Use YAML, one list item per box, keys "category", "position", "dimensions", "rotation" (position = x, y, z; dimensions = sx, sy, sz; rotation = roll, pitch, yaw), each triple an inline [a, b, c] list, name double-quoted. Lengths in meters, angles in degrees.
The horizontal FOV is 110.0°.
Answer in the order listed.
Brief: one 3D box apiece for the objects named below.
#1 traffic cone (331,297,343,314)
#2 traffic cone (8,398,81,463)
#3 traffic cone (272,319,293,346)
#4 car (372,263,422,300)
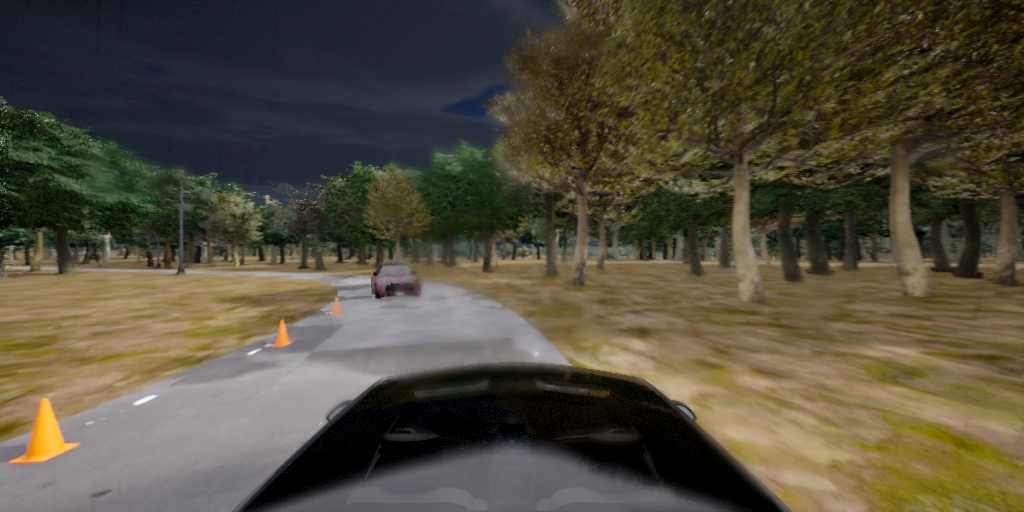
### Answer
- category: "traffic cone"
  position: [-6.404, 1.802, 13.126]
  dimensions: [0.340, 0.580, 0.340]
  rotation: [0, 0, -15]
- category: "traffic cone"
  position: [-4.940, 1.803, 3.803]
  dimensions: [0.340, 0.580, 0.340]
  rotation: [0, 0, -3]
- category: "traffic cone"
  position: [-5.435, 1.798, 8.502]
  dimensions: [0.340, 0.580, 0.340]
  rotation: [0, 0, -9]
- category: "car"
  position: [-6.075, 1.179, 18.629]
  dimensions: [2.097, 1.767, 4.553]
  rotation: [-1, 0, -24]
